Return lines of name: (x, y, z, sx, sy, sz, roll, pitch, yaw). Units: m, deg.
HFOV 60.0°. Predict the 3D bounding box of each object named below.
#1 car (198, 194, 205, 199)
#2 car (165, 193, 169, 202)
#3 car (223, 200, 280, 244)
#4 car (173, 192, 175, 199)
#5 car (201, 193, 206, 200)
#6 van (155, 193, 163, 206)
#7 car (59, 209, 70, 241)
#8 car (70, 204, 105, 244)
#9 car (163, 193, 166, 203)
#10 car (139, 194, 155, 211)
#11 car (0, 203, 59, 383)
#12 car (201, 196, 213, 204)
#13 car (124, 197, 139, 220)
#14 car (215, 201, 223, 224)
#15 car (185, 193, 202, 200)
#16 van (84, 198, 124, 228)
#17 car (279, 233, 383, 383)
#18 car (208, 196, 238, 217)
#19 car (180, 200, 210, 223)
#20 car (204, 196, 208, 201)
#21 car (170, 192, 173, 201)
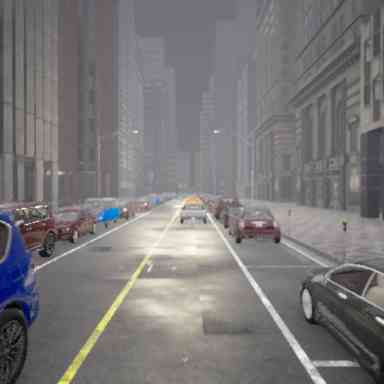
car: (2.741, 1.284, 94.509, 1.802, 1.307, 4.206, 0, 0, 0)
car: (-5.777, 1.349, 60.682, 2.008, 1.369, 4.403, 0, 0, 0)
car: (2.756, 1.387, 15.600, 1.967, 1.590, 4.097, 0, 0, 0)
car: (-5.782, 1.064, 77.592, 2.192, 1.841, 5.009, 0, 0, 0)
car: (2.750, 1.274, 49.418, 1.967, 1.590, 4.097, 0, 0, 0)
van: (-5.776, 1.175, 49.409, 1.690, 1.788, 3.998, 0, 0, 0)
car: (-5.768, 1.281, 9.951, 2.192, 1.841, 5.009, 0, 0, 0)
car: (-5.768, 1.491, 15.589, 1.887, 1.381, 4.507, 0, 0, 0)
car: (-5.776, 1.342, 54.876, 1.752, 1.417, 4.829, 0, 0, 0)
car: (-5.773, 1.311, 38.136, 1.967, 1.590, 4.097, 0, 0, 0)
car: (-3.100, 1.213, 2.196, 2.150, 2.045, 5.566, 0, 0, 0)
car: (2.748, 1.365, 60.691, 1.947, 1.339, 4.313, 0, 0, 0)
car: (-5.771, 1.349, 26.862, 1.967, 1.590, 4.097, 0, 0, 0)
car: (2.756, 1.494, 21.237, 1.947, 1.339, 4.313, 0, 0, 0)
car: (0.084, 1.325, 45.369, 1.882, 1.535, 5.008, 0, 0, 0)
van: (-5.770, 1.269, 21.225, 1.690, 1.788, 3.998, 0, 0, 0)
car: (2.759, 1.536, 4.328, 2.008, 1.369, 4.403, 0, 0, 0)
car: (2.754, 1.224, 26.873, 2.192, 1.841, 5.009, 0, 0, 0)
car: (0.096, 1.517, 24.800, 1.895, 1.301, 4.718, 0, 0, 0)
car: (2.752, 1.438, 38.146, 1.947, 1.339, 4.313, 0, 0, 0)
car: (-5.780, 1.206, 71.955, 1.967, 1.590, 4.097, 0, 0, 0)
